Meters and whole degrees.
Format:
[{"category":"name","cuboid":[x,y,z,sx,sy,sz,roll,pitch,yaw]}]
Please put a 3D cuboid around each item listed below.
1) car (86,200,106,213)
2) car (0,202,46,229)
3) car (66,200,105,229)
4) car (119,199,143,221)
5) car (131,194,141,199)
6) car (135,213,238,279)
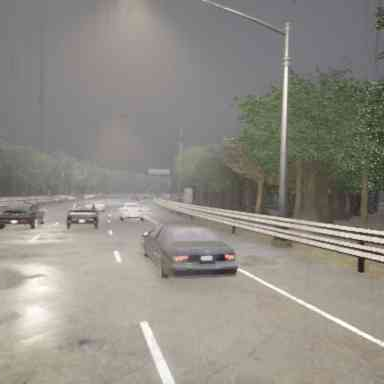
[{"category":"car","cuboid":[-10.889,1.610,37.937,1.895,1.301,4.718,2,-1,-12]},{"category":"car","cuboid":[-10.288,1.376,20.441,1.837,1.490,4.892,2,-1,-15]},{"category":"car","cuboid":[-6.980,1.476,21.620,2.128,1.511,4.902,2,-1,-15]},{"category":"car","cuboid":[-5.190,1.630,28.338,1.812,1.442,4.674,2,-1,-14]},{"category":"car","cuboid":[-15.460,1.549,91.832,2.150,2.045,5.566,2,0,-4]},{"category":"car","cuboid":[-0.358,1.637,10.391,2.033,1.411,5.357,2,-1,-16]}]
